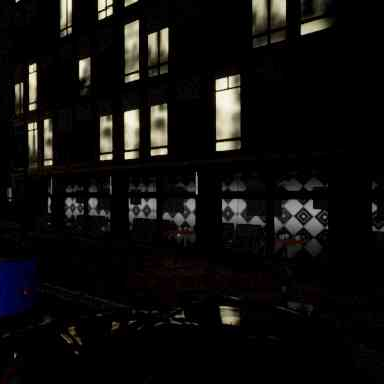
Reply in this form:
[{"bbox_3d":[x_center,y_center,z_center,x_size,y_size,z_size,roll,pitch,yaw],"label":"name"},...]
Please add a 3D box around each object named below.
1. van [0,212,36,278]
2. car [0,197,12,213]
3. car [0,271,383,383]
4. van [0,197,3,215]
[{"bbox_3d":[-4.522,1.342,6.062,3.998,1.788,1.690,0,0,35],"label":"van"},{"bbox_3d":[-14.414,1.358,28.174,2.192,1.841,5.009,-1,-1,35],"label":"car"},{"bbox_3d":[0.110,1.582,2.759,4.206,1.307,1.802,0,0,35],"label":"car"},{"bbox_3d":[-21.251,1.425,33.020,1.690,1.788,3.998,-1,-1,35],"label":"van"}]
